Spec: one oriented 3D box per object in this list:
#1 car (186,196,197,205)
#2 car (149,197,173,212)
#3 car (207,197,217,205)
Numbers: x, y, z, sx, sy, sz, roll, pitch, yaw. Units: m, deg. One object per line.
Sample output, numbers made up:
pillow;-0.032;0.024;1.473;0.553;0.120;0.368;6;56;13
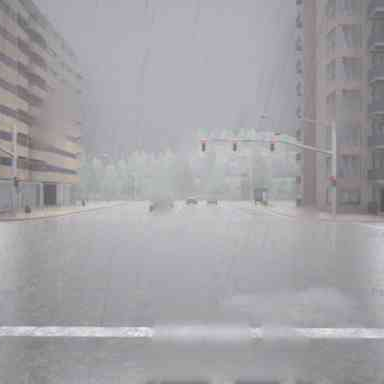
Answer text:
car;-0.044;1.522;60.052;1.812;1.442;4.674;0;0;0
car;-3.627;1.349;38.321;2.097;1.767;4.553;0;0;0
car;3.700;1.543;60.823;2.033;1.411;5.357;0;0;4
